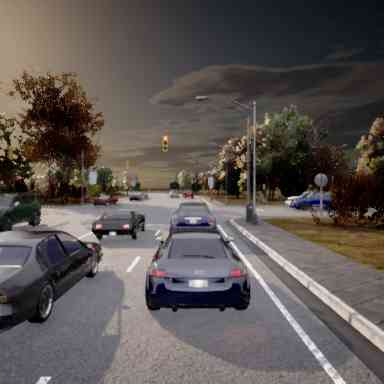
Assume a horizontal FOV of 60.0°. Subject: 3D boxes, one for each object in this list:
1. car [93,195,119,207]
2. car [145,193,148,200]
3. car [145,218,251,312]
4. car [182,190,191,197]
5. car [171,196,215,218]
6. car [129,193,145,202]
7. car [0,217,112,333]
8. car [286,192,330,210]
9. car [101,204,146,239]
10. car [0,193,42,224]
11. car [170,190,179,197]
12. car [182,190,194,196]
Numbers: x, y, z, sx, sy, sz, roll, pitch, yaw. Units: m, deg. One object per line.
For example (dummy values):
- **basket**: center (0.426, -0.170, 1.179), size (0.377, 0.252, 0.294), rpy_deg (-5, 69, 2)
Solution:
- **car**: center (-11.496, 1.189, 44.753), size (1.882, 1.535, 5.008), rpy_deg (0, 0, 11)
- **car**: center (-10.930, 0.971, 74.807), size (2.128, 1.511, 4.902), rpy_deg (0, 1, -1)
- **car**: center (0.081, 1.539, 7.755), size (1.994, 1.385, 4.181), rpy_deg (0, 0, -1)
- **car**: center (-1.589, 0.375, 94.123), size (2.097, 1.767, 4.553), rpy_deg (0, 1, -7)
- **car**: center (0.044, 1.268, 16.389), size (2.097, 1.767, 4.553), rpy_deg (0, 0, 0)
- **car**: center (-10.799, 1.163, 63.892), size (1.895, 1.301, 4.718), rpy_deg (0, 1, 0)
- **car**: center (-3.417, 1.526, 7.067), size (2.033, 1.411, 5.357), rpy_deg (0, 0, -1)
- **car**: center (14.021, 0.986, 37.455), size (5.566, 2.045, 2.150), rpy_deg (0, 0, -3)
- **car**: center (-3.477, 1.515, 16.711), size (1.895, 1.301, 4.718), rpy_deg (0, 0, -1)
- **car**: center (-10.666, 1.118, 19.011), size (2.150, 2.045, 5.566), rpy_deg (0, 0, 0)
- **car**: center (-4.320, 0.871, 84.154), size (1.994, 1.385, 4.181), rpy_deg (0, 1, -4)
- **car**: center (-0.772, 0.550, 83.475), size (2.150, 2.045, 5.566), rpy_deg (0, 1, -4)
